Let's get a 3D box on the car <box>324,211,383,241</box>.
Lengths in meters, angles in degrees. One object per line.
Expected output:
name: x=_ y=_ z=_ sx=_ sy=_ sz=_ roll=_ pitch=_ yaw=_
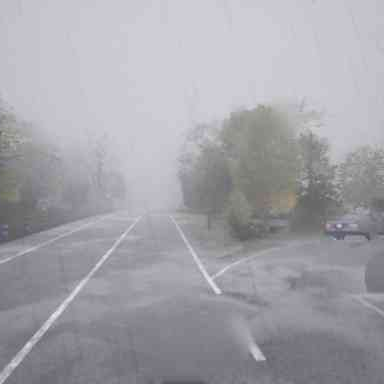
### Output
car: x=8.913 y=1.656 z=16.708 sx=5.357 sy=1.411 sz=2.033 roll=1 pitch=-7 yaw=-33

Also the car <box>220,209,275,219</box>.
car: x=5.327 y=1.559 z=32.883 sx=5.566 sy=2.045 sz=2.150 roll=0 pitch=-6 yaw=39
